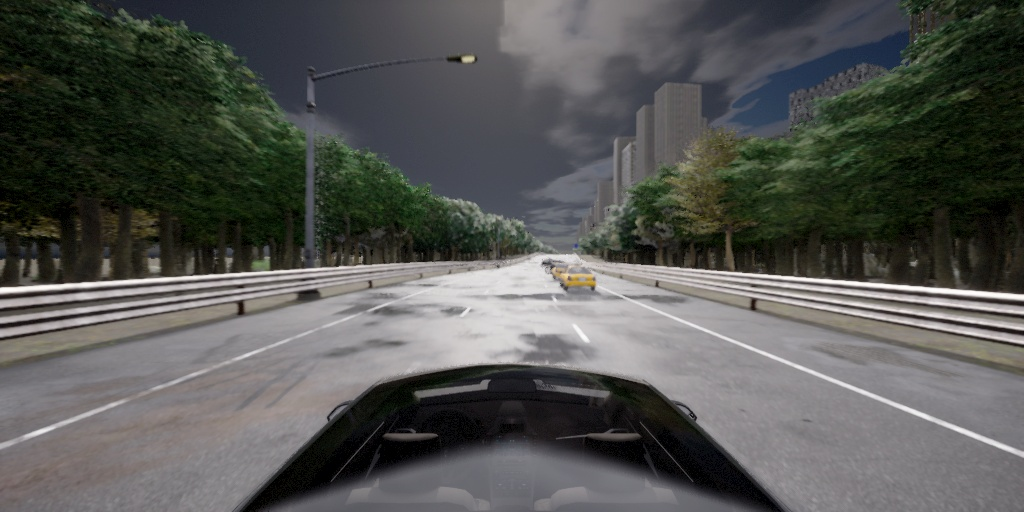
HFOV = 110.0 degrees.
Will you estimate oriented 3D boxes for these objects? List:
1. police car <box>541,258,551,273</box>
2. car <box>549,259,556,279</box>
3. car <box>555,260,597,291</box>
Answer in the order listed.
[{"bbox_3d":[5.288,1.357,44.203,1.930,1.638,5.238,1,0,-5],"label":"police car"},{"bbox_3d":[4.599,1.285,32.871,1.801,1.575,5.366,0,0,4],"label":"car"},{"bbox_3d":[3.942,1.234,22.120,1.801,1.575,5.366,0,0,3],"label":"car"}]
